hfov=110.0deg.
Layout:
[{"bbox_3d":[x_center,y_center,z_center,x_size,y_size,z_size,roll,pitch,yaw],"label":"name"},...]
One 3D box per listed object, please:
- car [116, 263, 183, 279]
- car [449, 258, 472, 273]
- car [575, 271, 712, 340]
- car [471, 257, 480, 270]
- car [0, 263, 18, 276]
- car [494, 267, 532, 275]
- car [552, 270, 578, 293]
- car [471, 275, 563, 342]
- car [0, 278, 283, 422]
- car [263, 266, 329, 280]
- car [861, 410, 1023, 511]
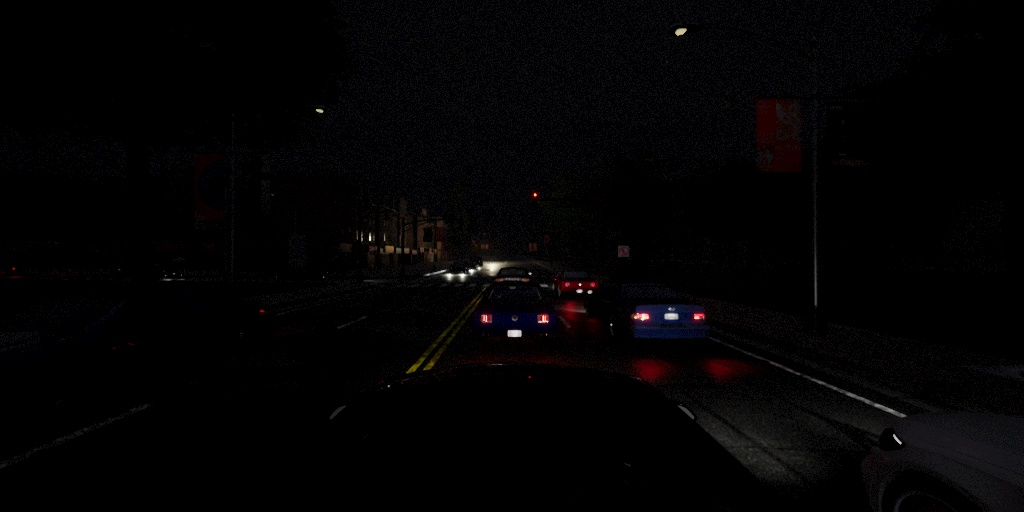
[{"bbox_3d":[-30.526,1.290,30.274,4.181,1.385,1.994,1,0,0],"label":"car"},{"bbox_3d":[-6.614,1.331,45.109,1.882,1.535,5.008,0,0,1],"label":"car"},{"bbox_3d":[3.329,1.320,9.979,2.033,1.411,5.357,0,0,0],"label":"car"},{"bbox_3d":[-6.599,1.348,55.135,1.994,1.385,4.181,0,0,1],"label":"car"},{"bbox_3d":[-49.238,1.234,33.184,4.718,1.301,1.895,0,0,1],"label":"car"},{"bbox_3d":[0.047,1.310,19.194,1.882,1.535,5.008,0,0,0],"label":"car"},{"bbox_3d":[3.298,1.436,19.622,1.895,1.301,4.718,0,0,0],"label":"car"},{"bbox_3d":[0.079,1.373,9.854,1.895,1.301,4.718,0,0,0],"label":"car"},{"bbox_3d":[-6.612,1.302,6.047,2.033,1.411,5.357,0,0,0],"label":"car"},{"bbox_3d":[-18.094,1.444,30.270,4.718,1.301,1.895,1,0,0],"label":"car"},{"bbox_3d":[3.344,1.275,0.503,1.812,1.442,4.674,0,0,0],"label":"car"}]
